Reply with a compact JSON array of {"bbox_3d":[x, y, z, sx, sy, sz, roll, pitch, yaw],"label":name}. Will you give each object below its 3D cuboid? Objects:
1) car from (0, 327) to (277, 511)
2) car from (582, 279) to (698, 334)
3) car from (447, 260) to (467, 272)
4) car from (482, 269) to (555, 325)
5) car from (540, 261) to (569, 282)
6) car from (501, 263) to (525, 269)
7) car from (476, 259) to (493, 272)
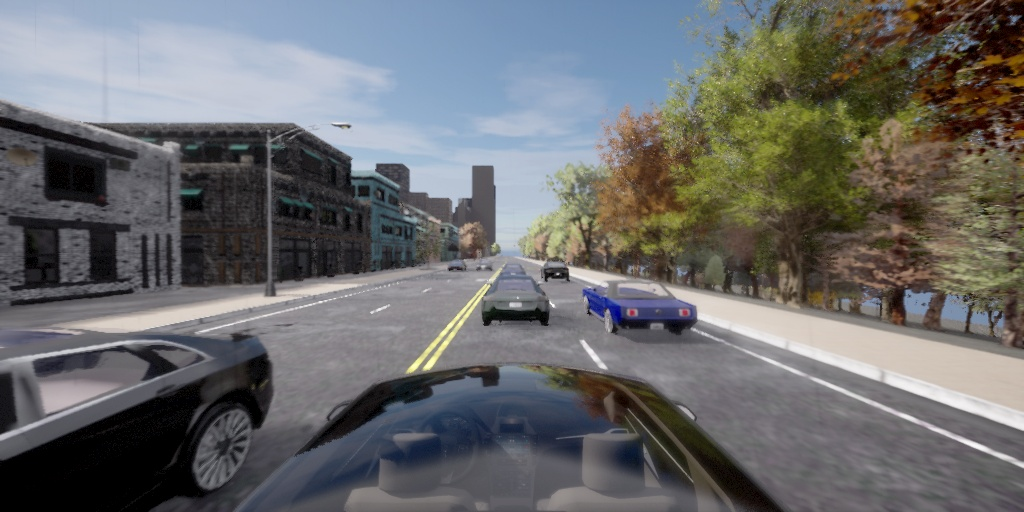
[{"bbox_3d":[-3.351,1.242,1.673,2.128,1.511,4.902,0,0,0],"label":"car"},{"bbox_3d":[3.351,1.328,10.490,1.895,1.301,4.718,0,0,0],"label":"car"},{"bbox_3d":[-6.589,1.189,43.836,2.033,1.411,5.357,0,0,0],"label":"car"},{"bbox_3d":[0.101,1.288,11.749,1.994,1.385,4.181,0,0,0],"label":"car"},{"bbox_3d":[3.351,1.158,28.613,1.882,1.535,5.008,0,0,0],"label":"car"},{"bbox_3d":[0.101,1.247,27.771,1.994,1.385,4.181,0,0,0],"label":"car"},{"bbox_3d":[-3.334,1.132,44.428,2.128,1.511,4.902,0,0,0],"label":"car"}]
